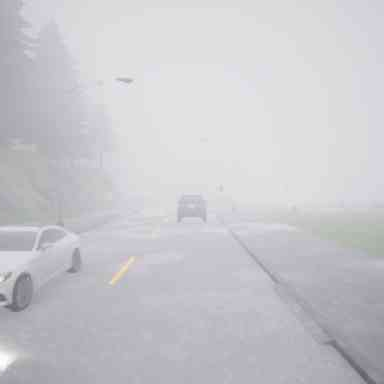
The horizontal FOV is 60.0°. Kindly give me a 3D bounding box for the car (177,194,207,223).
[{"bbox_3d":[-0.003,1.177,25.438,2.150,2.045,5.566,0,0,0],"label":"car"}]

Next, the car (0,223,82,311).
[{"bbox_3d":[-4.072,1.512,7.870,1.812,1.442,4.674,0,0,0],"label":"car"}]
